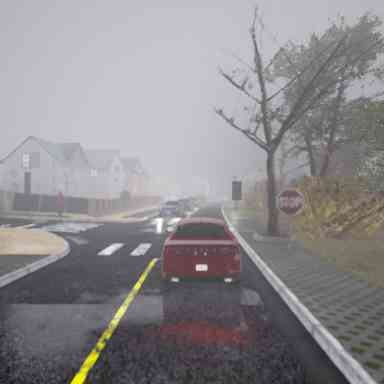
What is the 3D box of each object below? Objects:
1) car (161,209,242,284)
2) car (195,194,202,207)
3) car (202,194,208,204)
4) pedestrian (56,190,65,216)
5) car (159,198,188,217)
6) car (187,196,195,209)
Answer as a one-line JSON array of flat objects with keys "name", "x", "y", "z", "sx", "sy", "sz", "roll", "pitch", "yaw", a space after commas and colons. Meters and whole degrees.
[{"name": "car", "x": 0.259, "y": 1.468, "z": 9.592, "sx": 1.882, "sy": 1.535, "sz": 5.008, "roll": 0, "pitch": 0, "yaw": 1}, {"name": "car", "x": -0.045, "y": 1.420, "z": 50.976, "sx": 2.097, "sy": 1.767, "sz": 4.553, "roll": 0, "pitch": -1, "yaw": 6}, {"name": "car", "x": 1.886, "y": 1.487, "z": 66.528, "sx": 2.150, "sy": 2.045, "sz": 5.566, "roll": 0, "pitch": 0, "yaw": 8}, {"name": "pedestrian", "x": -9.276, "y": 0.747, "z": 23.441, "sx": 0.375, "sy": 1.860, "sz": 0.375, "roll": 0, "pitch": -3, "yaw": 1}, {"name": "car", "x": -1.809, "y": 1.515, "z": 30.882, "sx": 1.812, "sy": 1.442, "sz": 4.674, "roll": 0, "pitch": 0, "yaw": 6}, {"name": "car", "x": -0.992, "y": 1.495, "z": 41.187, "sx": 1.882, "sy": 1.535, "sz": 5.008, "roll": 0, "pitch": 0, "yaw": 4}]
